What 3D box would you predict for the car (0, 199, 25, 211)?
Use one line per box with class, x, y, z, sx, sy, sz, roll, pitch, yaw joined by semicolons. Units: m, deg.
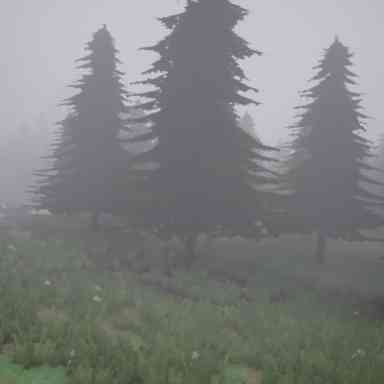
car;-18.742;1.560;34.692;2.097;1.767;4.553;4;-1;7
